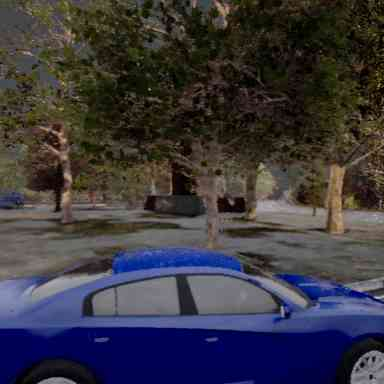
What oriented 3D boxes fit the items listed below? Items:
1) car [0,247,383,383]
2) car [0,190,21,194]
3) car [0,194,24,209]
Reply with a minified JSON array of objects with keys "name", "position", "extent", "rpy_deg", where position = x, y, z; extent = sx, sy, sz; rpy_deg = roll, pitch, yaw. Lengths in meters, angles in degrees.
[{"name":"car","position":[0.081,1.455,4.017],"extent":[5.008,1.535,1.882],"rpy_deg":[1,0,-10]},{"name":"car","position":[-21.510,0.787,36.512],"extent":[2.150,2.045,5.566],"rpy_deg":[1,1,40]},{"name":"car","position":[-19.761,1.166,33.520],"extent":[1.994,1.385,4.181],"rpy_deg":[1,0,37]}]
